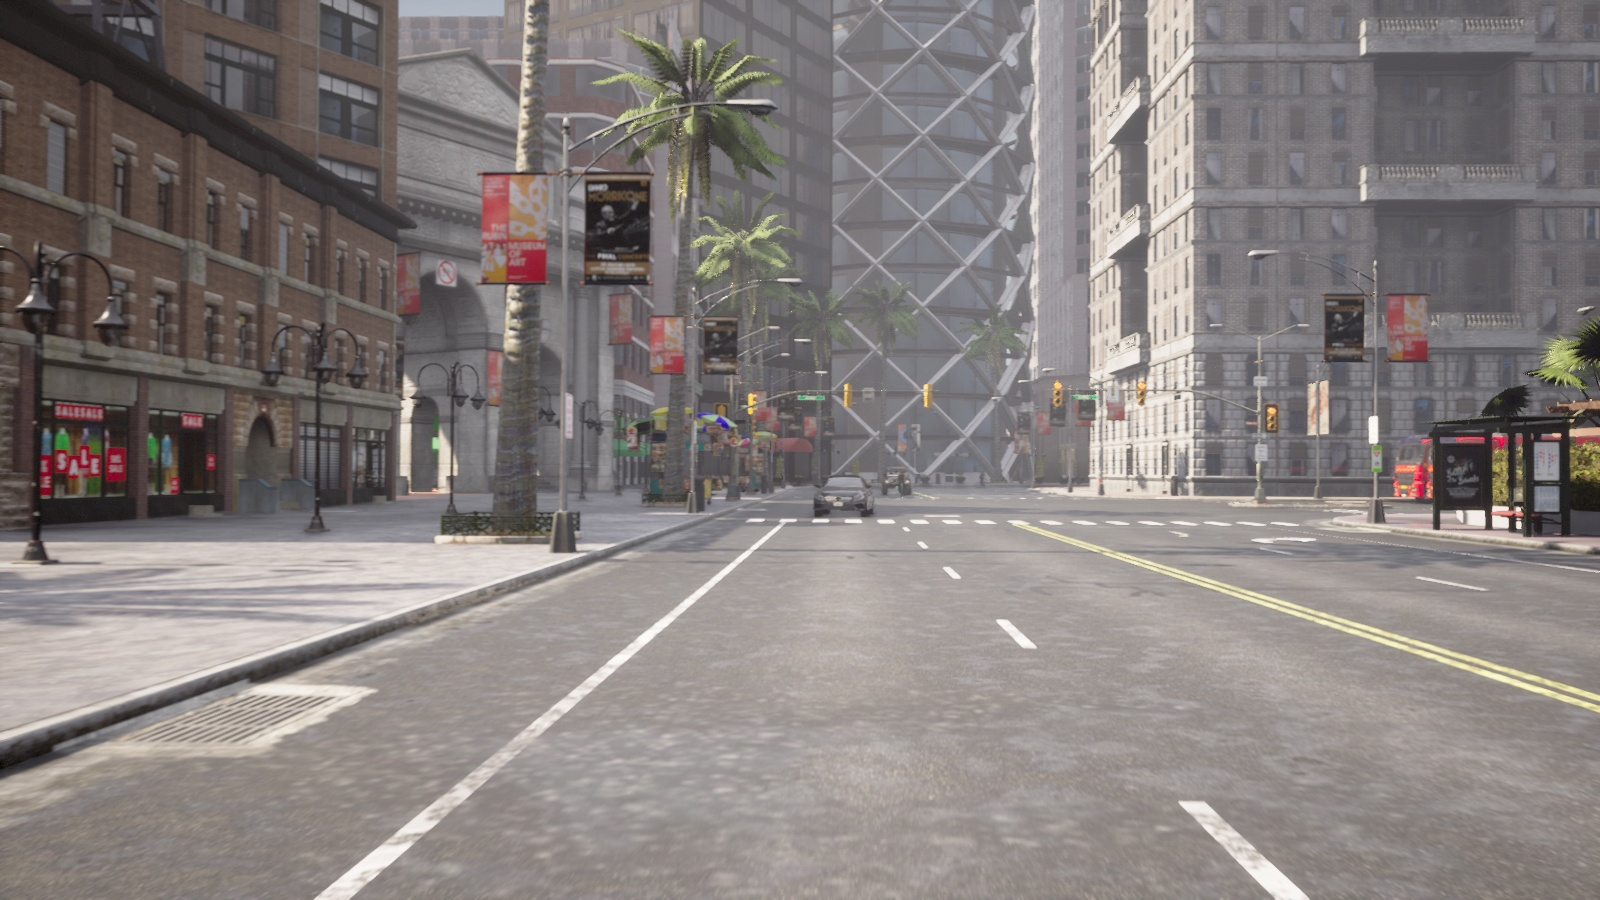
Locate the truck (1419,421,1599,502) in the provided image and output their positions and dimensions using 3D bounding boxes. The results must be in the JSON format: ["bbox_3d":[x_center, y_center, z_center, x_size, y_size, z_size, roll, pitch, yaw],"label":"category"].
[{"bbox_3d":[35.052,0.558,60.989,8.468,3.827,2.891,0,-1,2],"label":"truck"}]

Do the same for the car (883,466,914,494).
[{"bbox_3d":[6.582,2.005,84.500,1.905,1.878,3.866,0,-1,2],"label":"car"}]

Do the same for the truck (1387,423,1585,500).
[{"bbox_3d":[35.104,0.617,64.488,8.468,3.827,2.891,0,-1,2],"label":"truck"}]

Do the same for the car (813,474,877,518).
[{"bbox_3d":[1.634,1.575,44.201,1.812,1.442,4.674,0,-1,8],"label":"car"}]
